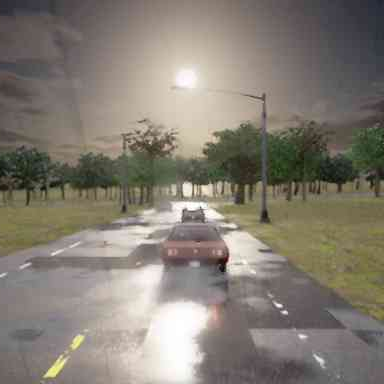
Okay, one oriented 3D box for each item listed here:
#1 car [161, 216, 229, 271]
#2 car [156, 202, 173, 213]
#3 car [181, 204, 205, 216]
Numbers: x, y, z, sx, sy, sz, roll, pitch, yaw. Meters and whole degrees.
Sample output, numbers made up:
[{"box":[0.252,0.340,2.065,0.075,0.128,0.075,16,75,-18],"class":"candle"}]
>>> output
[{"box":[0.086,1.685,11.198,1.895,1.301,4.718,0,-1,0],"class":"car"},{"box":[-3.573,2.016,44.307,1.994,1.385,4.181,0,-1,0],"class":"car"},{"box":[0.092,1.756,27.678,2.128,1.511,4.902,0,-1,0],"class":"car"}]
